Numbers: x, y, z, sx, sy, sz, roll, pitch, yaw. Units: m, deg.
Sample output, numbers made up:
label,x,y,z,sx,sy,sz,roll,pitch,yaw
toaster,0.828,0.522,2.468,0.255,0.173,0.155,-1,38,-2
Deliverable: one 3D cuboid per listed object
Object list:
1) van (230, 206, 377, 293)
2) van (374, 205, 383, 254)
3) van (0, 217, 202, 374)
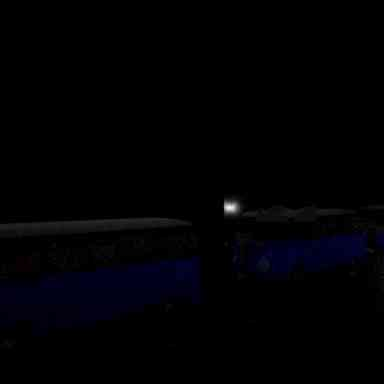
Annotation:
label,x,y,z,sx,sy,sz,roll,pitch,yaw
van,2.812,1.339,8.548,3.998,1.788,1.690,0,-1,-35
van,7.361,1.336,11.789,3.998,1.788,1.690,0,-1,-35
van,-1.738,1.341,5.307,3.998,1.788,1.690,0,-1,-35
